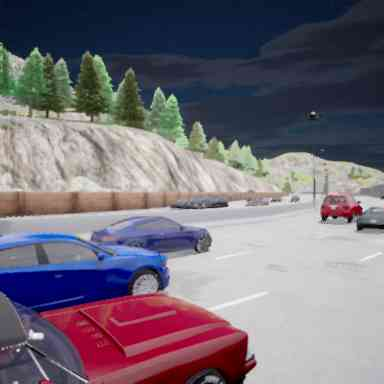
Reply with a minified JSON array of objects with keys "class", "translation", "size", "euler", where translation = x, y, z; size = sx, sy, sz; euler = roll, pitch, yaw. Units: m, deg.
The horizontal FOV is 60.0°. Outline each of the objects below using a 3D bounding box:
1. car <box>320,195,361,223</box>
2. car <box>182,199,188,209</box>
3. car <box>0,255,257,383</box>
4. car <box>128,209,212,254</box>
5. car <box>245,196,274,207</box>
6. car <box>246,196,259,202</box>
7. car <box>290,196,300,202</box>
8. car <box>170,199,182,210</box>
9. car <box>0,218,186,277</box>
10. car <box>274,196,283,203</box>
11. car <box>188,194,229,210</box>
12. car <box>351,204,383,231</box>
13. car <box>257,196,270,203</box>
[{"class":"car","translation":[11.799,1.252,26.182],"size":[2.150,2.045,5.566],"euler":[0,0,36]},{"class":"car","translation":[1.297,1.329,42.461],"size":[2.150,2.045,5.566],"euler":[0,0,28]},{"class":"car","translation":[-1.670,1.616,2.797],"size":[4.718,1.301,1.895],"euler":[0,0,-36]},{"class":"car","translation":[-1.361,1.564,11.960],"size":[4.674,1.442,1.812],"euler":[0,0,-40]},{"class":"car","translation":[8.037,1.433,40.379],"size":[2.097,1.767,4.553],"euler":[0,0,28]},{"class":"car","translation":[15.031,1.687,82.605],"size":[2.033,1.411,5.357],"euler":[0,0,23]},{"class":"car","translation":[23.711,1.616,76.164],"size":[1.837,1.490,4.892],"euler":[0,0,23]},{"class":"car","translation":[-0.982,1.673,45.575],"size":[2.033,1.411,5.357],"euler":[0,0,27]},{"class":"car","translation":[-2.763,1.506,6.387],"size":[5.008,1.535,1.882],"euler":[0,0,-37]},{"class":"car","translation":[19.163,1.620,74.387],"size":[1.837,1.490,4.892],"euler":[0,0,23]},{"class":"car","translation":[2.234,1.316,37.263],"size":[2.150,2.045,5.566],"euler":[0,0,32]},{"class":"car","translation":[11.364,1.579,19.976],"size":[1.994,1.385,4.181],"euler":[0,0,40]},{"class":"car","translation":[16.639,1.684,77.409],"size":[2.033,1.411,5.357],"euler":[0,0,23]}]
